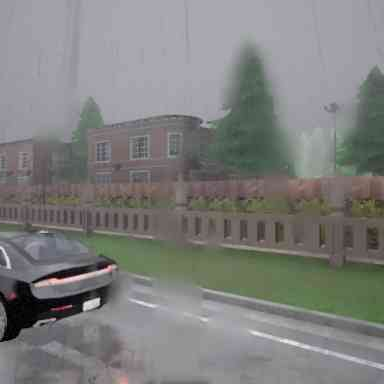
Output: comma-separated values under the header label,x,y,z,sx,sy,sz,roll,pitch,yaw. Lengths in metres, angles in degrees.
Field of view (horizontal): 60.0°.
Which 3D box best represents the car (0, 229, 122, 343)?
label,x,y,z,sx,sy,sz,roll,pitch,yaw
car,-3.502,1.492,6.472,4.902,1.511,2.128,0,0,35
